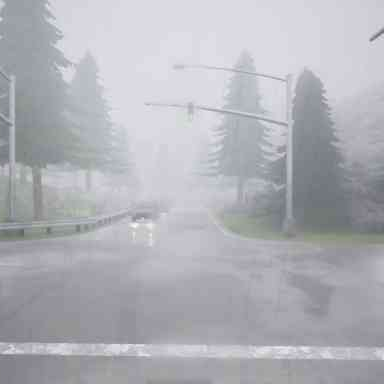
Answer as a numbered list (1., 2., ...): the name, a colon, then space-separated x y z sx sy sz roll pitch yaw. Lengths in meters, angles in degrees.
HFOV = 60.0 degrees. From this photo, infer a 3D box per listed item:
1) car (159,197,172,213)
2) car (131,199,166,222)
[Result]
1. car: -3.625 1.564 36.811 1.994 1.385 4.181 0 0 0
2. car: -3.593 1.547 26.889 2.033 1.411 5.357 0 0 0
